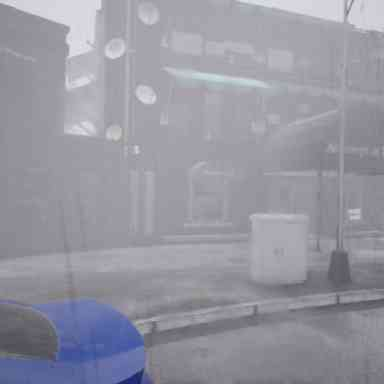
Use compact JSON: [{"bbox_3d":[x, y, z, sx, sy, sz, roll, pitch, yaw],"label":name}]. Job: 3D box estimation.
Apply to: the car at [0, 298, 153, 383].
[{"bbox_3d":[-2.596,1.417,1.547,5.008,1.535,1.882,0,1,-35],"label":"car"}]
